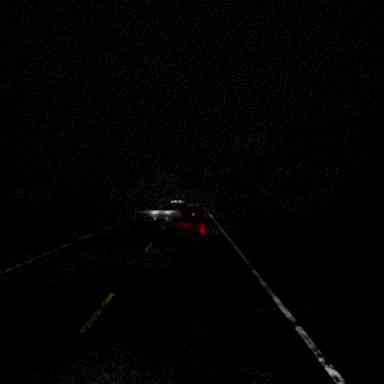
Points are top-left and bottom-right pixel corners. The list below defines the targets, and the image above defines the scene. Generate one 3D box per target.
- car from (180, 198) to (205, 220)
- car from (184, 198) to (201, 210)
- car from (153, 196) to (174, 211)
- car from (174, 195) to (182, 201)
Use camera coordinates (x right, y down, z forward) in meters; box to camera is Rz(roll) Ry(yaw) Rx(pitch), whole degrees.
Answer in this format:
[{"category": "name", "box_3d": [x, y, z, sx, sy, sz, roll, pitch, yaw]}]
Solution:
[{"category": "car", "box_3d": [0.104, 1.485, 27.201, 1.812, 1.442, 4.674, 0, 0, 0]}, {"category": "car", "box_3d": [0.079, 1.480, 42.785, 2.033, 1.411, 5.357, 0, 0, 0]}, {"category": "car", "box_3d": [-3.582, 1.462, 40.461, 1.812, 1.442, 4.674, 0, 0, 0]}, {"category": "car", "box_3d": [-3.482, 1.366, 81.549, 2.128, 1.511, 4.902, 0, 0, 0]}]
